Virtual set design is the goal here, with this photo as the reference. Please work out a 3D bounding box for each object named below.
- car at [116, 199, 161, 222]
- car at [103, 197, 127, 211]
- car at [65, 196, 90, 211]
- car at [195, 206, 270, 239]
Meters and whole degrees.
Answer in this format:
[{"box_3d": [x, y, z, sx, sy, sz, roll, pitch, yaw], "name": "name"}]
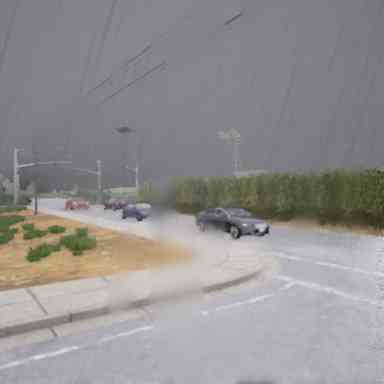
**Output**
[{"box_3d": [-4.204, 1.569, 27.029, 1.812, 1.442, 4.674, 0, 0, -35], "name": "car"}, {"box_3d": [-9.236, 1.400, 40.857, 2.097, 1.767, 4.553, 0, 0, -34], "name": "car"}, {"box_3d": [-14.586, 1.394, 42.290, 2.097, 1.767, 4.553, 0, 0, -33], "name": "car"}, {"box_3d": [2.028, 1.534, 17.726, 2.128, 1.511, 4.902, 0, 0, -31], "name": "car"}]
